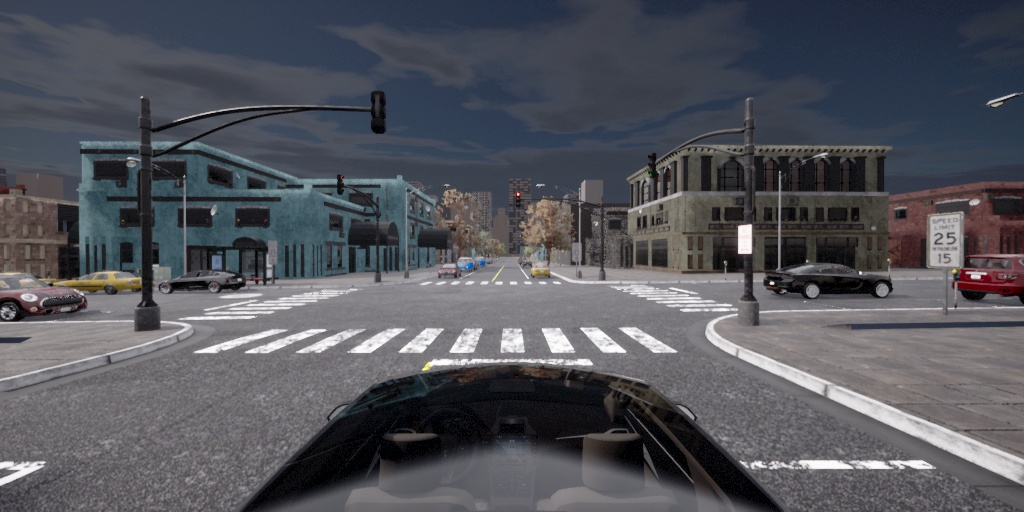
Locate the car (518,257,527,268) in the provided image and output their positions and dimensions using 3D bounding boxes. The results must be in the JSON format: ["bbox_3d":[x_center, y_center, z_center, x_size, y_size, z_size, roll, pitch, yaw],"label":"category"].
[{"bbox_3d":[2.582,1.279,61.201,2.007,1.370,4.403,0,0,0],"label":"car"}]

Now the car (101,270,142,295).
[{"bbox_3d":[-24.048,1.498,21.128,4.829,1.417,1.751,0,0,-1],"label":"car"}]

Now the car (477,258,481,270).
[{"bbox_3d":[-5.778,1.278,50.093,1.888,1.381,4.507,0,0,0],"label":"car"}]

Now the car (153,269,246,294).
[{"bbox_3d":[-18.225,1.471,21.244,4.313,1.339,1.948,0,0,-1],"label":"car"}]

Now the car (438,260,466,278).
[{"bbox_3d":[-5.746,1.321,33.454,1.802,1.307,4.207,0,0,0],"label":"car"}]

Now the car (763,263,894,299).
[{"bbox_3d":[14.179,1.048,16.187,5.008,1.535,1.882,-1,1,-1],"label":"car"}]

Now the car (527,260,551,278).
[{"bbox_3d":[2.634,1.265,33.639,1.751,1.417,4.829,0,0,0],"label":"car"}]

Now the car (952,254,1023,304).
[{"bbox_3d":[19.926,0.840,13.616,5.009,1.841,2.192,0,0,-1],"label":"car"}]

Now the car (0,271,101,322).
[{"bbox_3d":[-18.090,1.421,12.897,4.097,1.591,1.967,0,0,-1],"label":"car"}]

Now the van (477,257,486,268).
[{"bbox_3d":[-5.799,1.069,61.185,1.690,1.789,3.998,0,0,0],"label":"van"}]

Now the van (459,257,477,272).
[{"bbox_3d":[-5.767,1.076,44.546,1.690,1.789,3.998,0,0,0],"label":"van"}]
